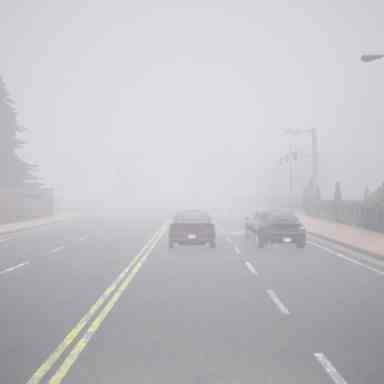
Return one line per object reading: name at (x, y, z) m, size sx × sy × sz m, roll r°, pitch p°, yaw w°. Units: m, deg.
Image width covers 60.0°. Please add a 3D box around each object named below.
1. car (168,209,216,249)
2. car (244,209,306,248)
car at (0.000, 1.482, 14.650) m, size 1.882 × 1.535 × 5.008 m, roll 0°, pitch 0°, yaw 0°
car at (3.500, 1.514, 14.650) m, size 1.837 × 1.490 × 4.892 m, roll 0°, pitch 0°, yaw 0°
